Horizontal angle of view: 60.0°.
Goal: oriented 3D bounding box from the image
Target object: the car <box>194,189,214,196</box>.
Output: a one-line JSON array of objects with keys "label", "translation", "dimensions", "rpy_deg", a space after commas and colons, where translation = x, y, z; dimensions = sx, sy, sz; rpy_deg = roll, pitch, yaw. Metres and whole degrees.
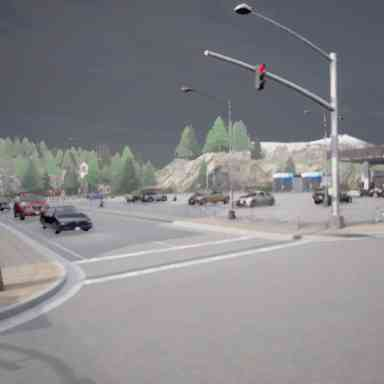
[{"label": "car", "translation": [2.965, 0.036, 79.501], "dimensions": [4.514, 1.523, 2.007], "rpy_deg": [-2, 1, -36]}]

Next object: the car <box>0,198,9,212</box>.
[{"label": "car", "translation": [-21.302, 1.468, 38.775], "dimensions": [2.128, 1.511, 4.902], "rpy_deg": [-2, 1, -35]}]

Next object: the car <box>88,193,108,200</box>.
[{"label": "car", "translation": [-18.170, 0.849, 64.322], "dimensions": [3.633, 1.501, 1.845], "rpy_deg": [-2, 1, -36]}]

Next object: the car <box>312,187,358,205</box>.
[{"label": "car", "translation": [13.903, 0.532, 32.733], "dimensions": [4.514, 1.523, 2.007], "rpy_deg": [-2, 1, -36]}]

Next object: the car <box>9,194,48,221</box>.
[{"label": "car", "translation": [-13.466, 1.194, 27.777], "dimensions": [2.150, 2.045, 5.566], "rpy_deg": [-2, 1, -35]}]

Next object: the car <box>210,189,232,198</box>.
[{"label": "car", "translation": [5.510, 0.240, 62.886], "dimensions": [3.633, 1.501, 1.845], "rpy_deg": [-2, 1, -36]}]

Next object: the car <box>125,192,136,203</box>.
[{"label": "car", "translation": [-7.454, 0.572, 49.139], "dimensions": [4.605, 1.855, 1.932], "rpy_deg": [-2, 1, -36]}]

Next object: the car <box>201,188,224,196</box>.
[{"label": "car", "translation": [4.837, 0.025, 76.982], "dimensions": [5.027, 1.636, 2.152], "rpy_deg": [-2, 1, -36]}]

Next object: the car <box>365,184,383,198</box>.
[{"label": "car", "translation": [26.286, -0.222, 46.118], "dimensions": [3.866, 1.878, 1.905], "rpy_deg": [-2, 1, -36]}]

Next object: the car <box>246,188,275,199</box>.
[{"label": "car", "translation": [11.301, 0.217, 54.742], "dimensions": [4.514, 1.523, 2.007], "rpy_deg": [-2, 1, -36]}]

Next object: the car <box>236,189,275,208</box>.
[{"label": "car", "translation": [6.041, 0.678, 31.600], "dimensions": [3.806, 1.475, 1.970], "rpy_deg": [-2, 1, -36]}]

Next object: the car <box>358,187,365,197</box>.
[{"label": "car", "translation": [24.851, 0.044, 49.180], "dimensions": [3.806, 1.475, 1.970], "rpy_deg": [-2, 1, -36]}]

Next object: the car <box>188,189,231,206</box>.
[{"label": "car", "translation": [2.035, 0.611, 36.624], "dimensions": [5.027, 1.636, 2.152], "rpy_deg": [-2, 1, -36]}]

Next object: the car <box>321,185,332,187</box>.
[{"label": "car", "translation": [17.981, 0.034, 44.203], "dimensions": [4.605, 1.855, 1.932], "rpy_deg": [-2, 1, -36]}]

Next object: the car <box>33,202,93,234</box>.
[{"label": "car", "translation": [-7.495, 1.518, 19.465], "dimensions": [2.033, 1.411, 5.357], "rpy_deg": [-2, 1, -36]}]

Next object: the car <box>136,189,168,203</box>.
[{"label": "car", "translation": [-5.426, 0.538, 47.018], "dimensions": [3.866, 1.878, 1.905], "rpy_deg": [-2, 1, -36]}]

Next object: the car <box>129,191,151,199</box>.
[{"label": "car", "translation": [-10.406, 0.637, 66.225], "dimensions": [3.806, 1.475, 1.970], "rpy_deg": [-2, 1, -36]}]
